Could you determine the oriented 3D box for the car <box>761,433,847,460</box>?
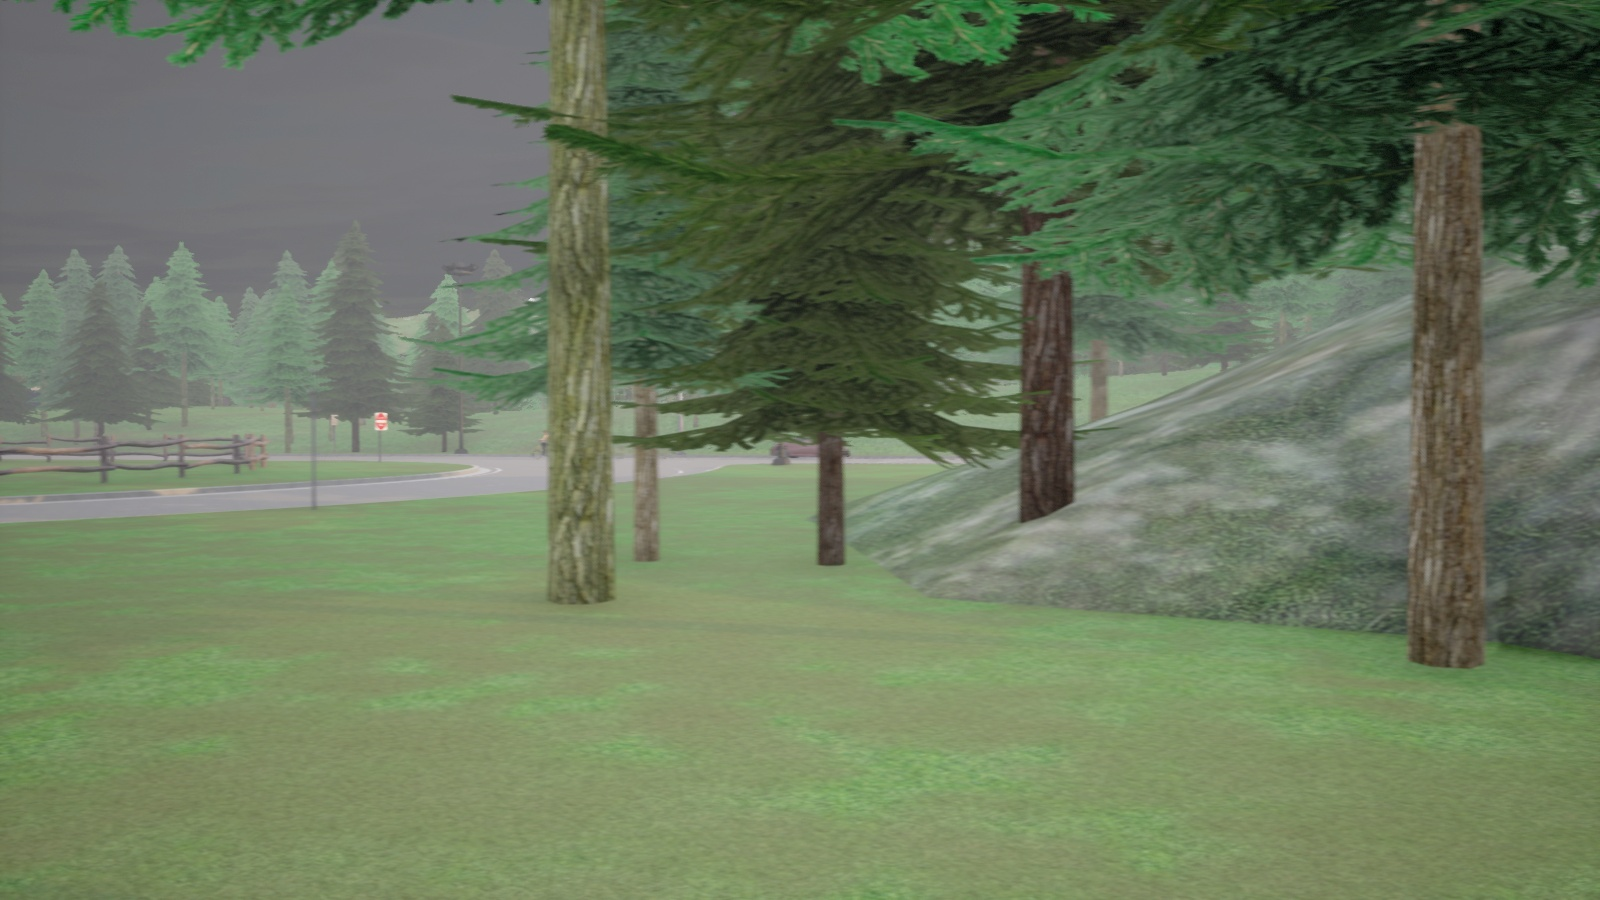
[{"bbox_3d":[0.214,-0.188,67.310,4.181,1.385,1.994,1,1,19],"label":"car"}]
